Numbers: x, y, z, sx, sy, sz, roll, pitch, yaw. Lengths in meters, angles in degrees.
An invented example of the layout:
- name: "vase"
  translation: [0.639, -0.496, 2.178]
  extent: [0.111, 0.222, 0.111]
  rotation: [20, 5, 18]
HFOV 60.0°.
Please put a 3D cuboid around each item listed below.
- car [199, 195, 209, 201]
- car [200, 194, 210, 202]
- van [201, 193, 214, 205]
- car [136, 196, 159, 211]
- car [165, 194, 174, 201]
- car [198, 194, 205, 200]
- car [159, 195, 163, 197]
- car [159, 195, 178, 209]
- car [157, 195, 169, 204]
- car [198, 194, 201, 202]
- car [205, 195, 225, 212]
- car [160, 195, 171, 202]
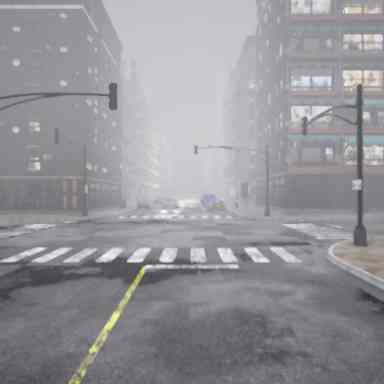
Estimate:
- name: "car"
  translation: [2.584, 1.317, 72.933]
  extent: [2.008, 1.369, 4.403]
  rotation: [1, 0, 0]
- name: "car"
  translation: [2.584, 1.221, 67.277]
  extent: [1.967, 1.590, 4.097]
  rotation: [1, 0, 0]
- name: "van"
  translation: [2.616, 1.168, 50.311]
  extent: [1.690, 1.788, 3.998]
  rotation: [1, 0, 0]
- name: "car"
  translation: [-5.430, 1.412, 38.934]
  extent: [2.008, 1.369, 4.403]
  rotation: [1, 0, 0]
- name: "car"
  translation: [-5.296, 1.303, 78.539]
  extent: [2.008, 1.369, 4.403]
  rotation: [1, 0, 0]
- name: "car"
  translation: [2.586, 1.273, 89.901]
  extent: [1.887, 1.381, 4.507]
  rotation: [1, 0, 0]
- name: "car"
  translation: [-5.299, 1.393, 55.908]
  extent: [1.802, 1.307, 4.206]
  rotation: [1, 0, 0]
- name: "car"
  translation: [-2.744, 1.451, 42.611]
  extent: [1.895, 1.301, 4.718]
  rotation: [0, 0, 0]
- name: "car"
  translation: [-5.298, 1.322, 61.395]
  extent: [1.752, 1.417, 4.829]
  rotation: [1, 0, 0]
- name: "car"
  translation: [2.584, 1.126, 55.964]
  extent: [2.192, 1.841, 5.009]
  rotation: [1, 0, 0]
- name: "car"
  translation: [2.709, 1.394, 36.478]
  extent: [1.752, 1.417, 4.829]
  rotation: [1, 0, 0]
- name: "car"
  translation: [-5.298, 1.362, 67.223]
  extent: [1.802, 1.307, 4.206]
  rotation: [1, 0, 0]
